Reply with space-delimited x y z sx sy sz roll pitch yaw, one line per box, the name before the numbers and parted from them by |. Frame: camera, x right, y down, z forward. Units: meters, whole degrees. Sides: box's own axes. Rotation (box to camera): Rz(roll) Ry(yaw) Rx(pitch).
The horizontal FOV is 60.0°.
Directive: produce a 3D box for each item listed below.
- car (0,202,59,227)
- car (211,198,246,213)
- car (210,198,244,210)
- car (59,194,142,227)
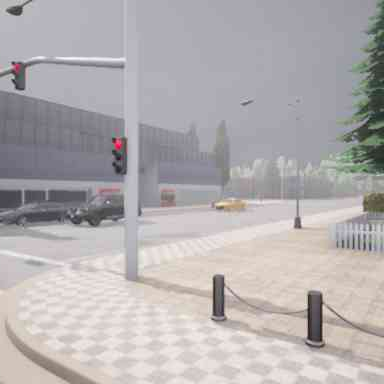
car | -10.597 1.459 22.768 1.837 1.490 4.892 0 0 36
car | 4.368 1.439 37.622 1.882 1.535 5.008 0 0 36
car | 4.685 1.502 44.039 2.033 1.411 5.357 0 0 36
car | -5.955 1.182 23.244 2.150 2.045 5.566 0 0 36
